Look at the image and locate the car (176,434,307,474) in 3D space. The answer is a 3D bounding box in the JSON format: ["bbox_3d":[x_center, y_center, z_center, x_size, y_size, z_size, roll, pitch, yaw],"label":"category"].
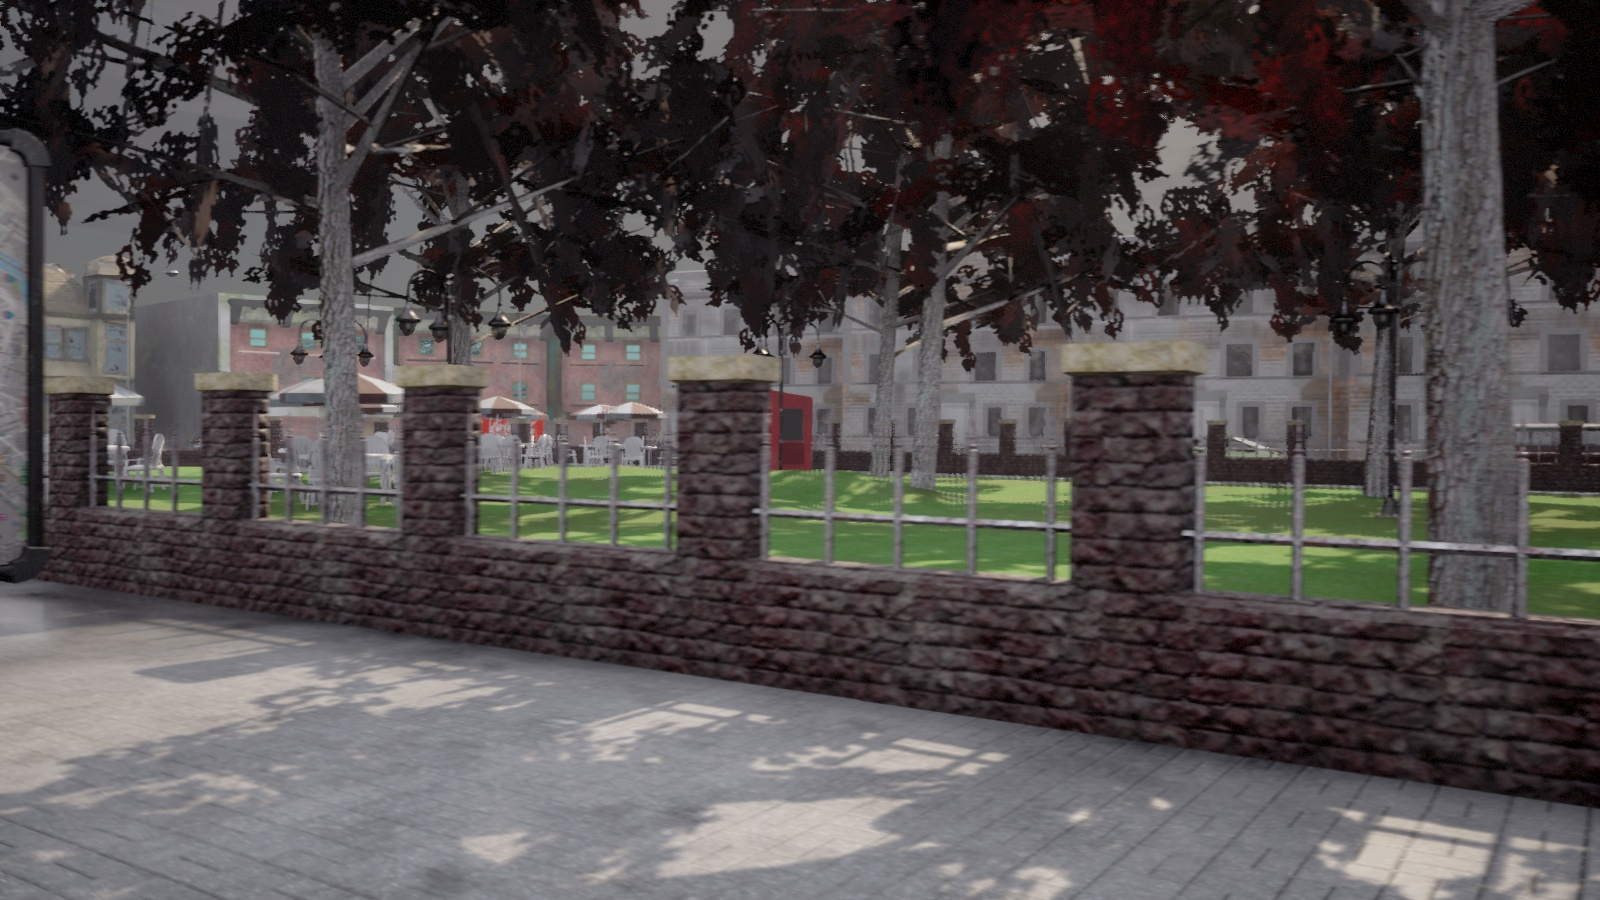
[{"bbox_3d":[-24.205,0.135,54.627,2.033,1.649,4.856,0,1,34],"label":"car"}]

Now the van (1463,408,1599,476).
[{"bbox_3d":[22.942,-0.250,38.533,4.442,1.987,1.775,0,1,34],"label":"van"}]

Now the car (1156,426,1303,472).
[{"bbox_3d":[14.967,-0.055,43.819,4.514,1.525,2.007,0,1,34],"label":"car"}]

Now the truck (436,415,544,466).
[{"bbox_3d":[-15.700,-0.468,63.522,5.204,2.467,2.627,0,0,-16],"label":"truck"}]
